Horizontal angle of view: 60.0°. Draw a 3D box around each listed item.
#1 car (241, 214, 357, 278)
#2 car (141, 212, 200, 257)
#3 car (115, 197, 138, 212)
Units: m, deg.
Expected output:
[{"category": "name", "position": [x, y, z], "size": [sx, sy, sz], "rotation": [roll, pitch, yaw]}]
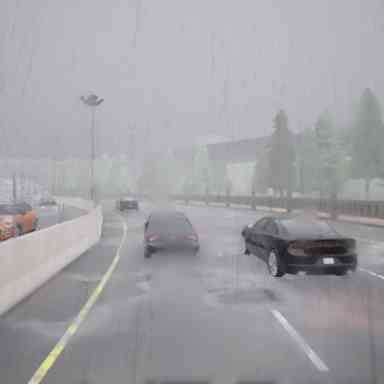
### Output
[{"category": "car", "position": [2.852, 1.399, 10.009], "size": [1.882, 1.535, 5.008], "rotation": [0, 0, -6]}, {"category": "car", "position": [-0.909, 1.466, 12.593], "size": [2.033, 1.411, 5.357], "rotation": [0, 0, -8]}, {"category": "car", "position": [-7.141, 1.262, 36.244], "size": [1.882, 1.535, 5.008], "rotation": [0, 0, -21]}]
